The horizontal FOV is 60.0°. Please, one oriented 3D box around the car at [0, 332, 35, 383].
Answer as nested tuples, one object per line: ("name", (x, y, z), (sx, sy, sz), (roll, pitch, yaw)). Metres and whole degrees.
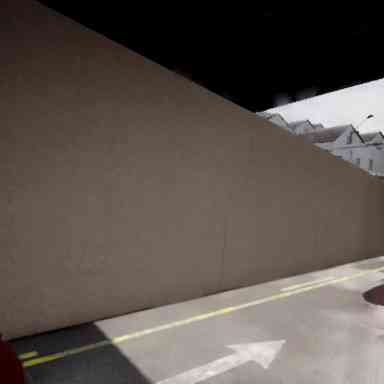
("car", (-3.240, 1.593, 1.483), (4.718, 1.301, 1.895), (0, 0, -35))
